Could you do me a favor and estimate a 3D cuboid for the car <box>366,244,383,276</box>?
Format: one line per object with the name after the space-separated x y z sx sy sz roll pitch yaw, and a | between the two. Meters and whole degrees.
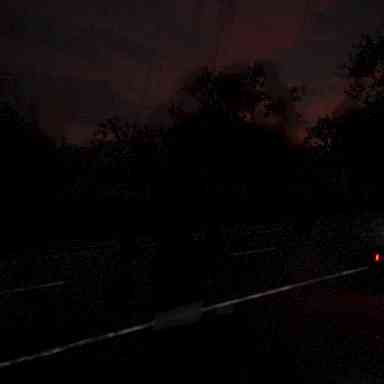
6.264 1.400 7.735 4.718 1.301 1.895 -1 1 -31 | car
